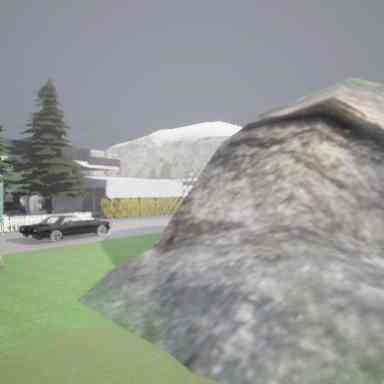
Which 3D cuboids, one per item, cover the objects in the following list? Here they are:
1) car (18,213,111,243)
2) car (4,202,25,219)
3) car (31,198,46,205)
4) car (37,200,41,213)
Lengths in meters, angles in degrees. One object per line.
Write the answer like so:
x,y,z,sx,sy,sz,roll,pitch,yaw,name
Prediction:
-6.895,1.963,18.714,1.895,1.301,4.718,-1,0,36,car
-17.117,1.827,29.402,1.905,1.878,3.866,-1,0,35,car
-37.561,2.322,81.435,3.633,1.501,1.845,-1,0,35,car
-19.225,2.053,36.214,2.242,1.667,4.611,-1,0,35,car
